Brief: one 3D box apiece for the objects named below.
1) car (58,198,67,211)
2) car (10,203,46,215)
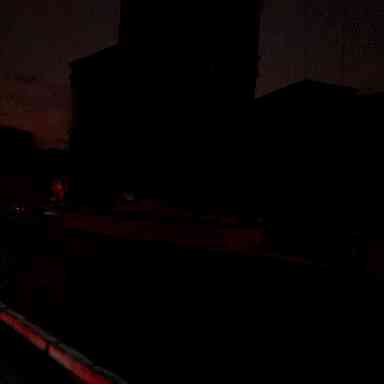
[{"bbox_3d":[-18.272,2.048,51.825,2.150,2.045,5.566,5,-1,19],"label":"car"},{"bbox_3d":[-19.815,2.012,40.528,2.033,1.411,5.357,4,-1,3],"label":"car"}]
